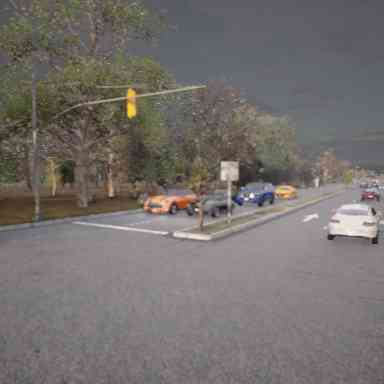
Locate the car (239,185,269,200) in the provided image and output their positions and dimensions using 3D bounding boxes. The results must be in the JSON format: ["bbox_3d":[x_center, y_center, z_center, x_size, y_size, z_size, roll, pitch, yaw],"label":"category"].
[{"bbox_3d":[7.306,0.017,38.773,1.882,1.535,5.008,2,3,29],"label":"car"}]

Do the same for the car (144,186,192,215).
[{"bbox_3d":[-1.352,0.511,23.432,2.097,1.767,4.553,2,3,30],"label":"car"}]

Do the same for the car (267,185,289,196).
[{"bbox_3d":[12.339,-0.241,47.723,1.994,1.385,4.181,2,3,30],"label":"car"}]

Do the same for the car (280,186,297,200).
[{"bbox_3d":[11.025,0.044,39.281,1.882,1.535,5.008,2,3,29],"label":"car"}]

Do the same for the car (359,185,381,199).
[{"bbox_3d":[20.689,0.272,38.502,1.812,1.442,4.674,2,3,29],"label":"car"}]

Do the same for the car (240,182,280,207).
[{"bbox_3d":[5.892,0.155,30.130,2.150,2.045,5.566,2,3,29],"label":"car"}]

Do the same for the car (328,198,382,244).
[{"bbox_3d":[7.124,1.235,14.485,1.812,1.442,4.674,2,3,30],"label":"car"}]

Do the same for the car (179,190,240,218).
[{"bbox_3d":[1.280,0.828,22.010,1.994,1.385,4.181,2,3,30],"label":"car"}]
